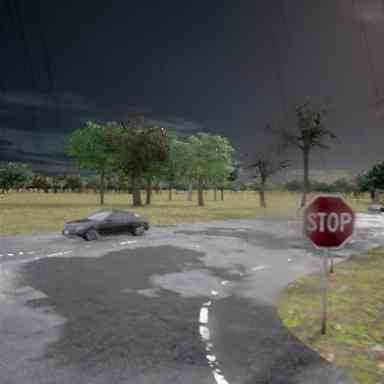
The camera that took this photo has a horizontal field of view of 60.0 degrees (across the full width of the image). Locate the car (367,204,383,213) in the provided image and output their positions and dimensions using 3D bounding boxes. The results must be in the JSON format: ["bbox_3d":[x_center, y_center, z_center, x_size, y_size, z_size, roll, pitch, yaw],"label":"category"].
[{"bbox_3d":[30.808,2.771,55.654,1.812,1.442,4.674,2,1,42],"label":"car"}]

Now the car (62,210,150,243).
[{"bbox_3d":[-4.268,1.660,17.193,1.812,1.442,4.674,2,0,42],"label":"car"}]
